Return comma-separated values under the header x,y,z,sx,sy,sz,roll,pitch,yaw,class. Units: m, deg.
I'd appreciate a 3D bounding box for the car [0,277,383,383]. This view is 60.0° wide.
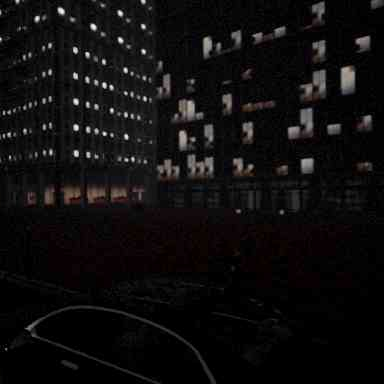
x,y,z,sx,sy,sz,roll,pitch,yaw,class
-0.478,1.550,3.231,4.403,1.369,2.008,0,-1,36,car
